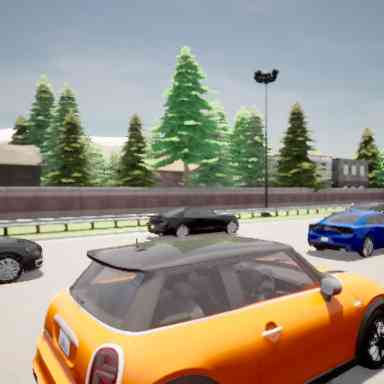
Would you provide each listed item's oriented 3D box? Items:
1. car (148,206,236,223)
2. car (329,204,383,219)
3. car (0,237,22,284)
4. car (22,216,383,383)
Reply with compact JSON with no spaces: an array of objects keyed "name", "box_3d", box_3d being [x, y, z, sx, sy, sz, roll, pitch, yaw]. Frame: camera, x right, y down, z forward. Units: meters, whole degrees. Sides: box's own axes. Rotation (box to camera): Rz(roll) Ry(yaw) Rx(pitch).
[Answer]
[{"name":"car","box_3d":[0.194,1.438,16.785,5.008,1.535,1.882,-1,0,-36]},{"name":"car","box_3d":[6.504,1.426,12.687,5.008,1.535,1.882,-1,0,-35]},{"name":"car","box_3d":[-6.194,1.509,7.925,4.892,1.490,1.837,-1,0,-36]},{"name":"car","box_3d":[0.602,1.340,4.177,4.553,1.767,2.097,0,0,-36]}]
